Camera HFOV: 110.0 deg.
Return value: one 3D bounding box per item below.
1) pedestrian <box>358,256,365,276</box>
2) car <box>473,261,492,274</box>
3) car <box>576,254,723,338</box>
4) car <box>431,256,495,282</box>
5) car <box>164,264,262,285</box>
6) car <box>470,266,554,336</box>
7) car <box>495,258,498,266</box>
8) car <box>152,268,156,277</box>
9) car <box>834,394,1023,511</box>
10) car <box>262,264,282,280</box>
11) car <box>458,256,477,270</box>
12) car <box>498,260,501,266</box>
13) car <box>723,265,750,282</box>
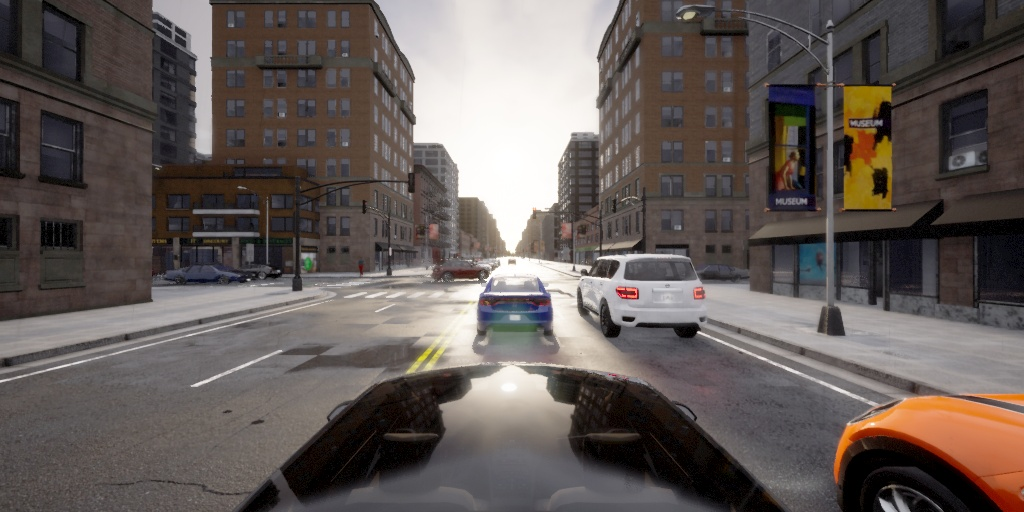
[{"bbox_3d":[-14.129,0.920,33.615,0.375,1.860,0.375,0,0,0],"label":"pedestrian"},{"bbox_3d":[-3.334,1.275,41.356,1.812,1.442,4.674,0,0,0],"label":"car"},{"bbox_3d":[3.336,0.972,10.351,2.150,2.045,5.566,0,0,0],"label":"car"},{"bbox_3d":[-4.101,1.110,28.834,4.553,1.767,2.097,0,0,-35],"label":"car"},{"bbox_3d":[-21.227,1.291,25.293,5.357,1.411,2.033,0,0,0],"label":"car"},{"bbox_3d":[0.085,1.228,10.491,1.882,1.535,5.008,0,0,0],"label":"car"},{"bbox_3d":[-3.326,1.273,50.448,1.812,1.442,4.674,0,0,0],"label":"car"},{"bbox_3d":[-33.135,1.344,30.844,4.207,1.307,1.802,0,0,0],"label":"car"},{"bbox_3d":[3.344,1.102,0.641,2.097,1.767,4.553,0,0,0],"label":"car"},{"bbox_3d":[-22.113,1.330,30.782,4.313,1.339,1.948,0,0,0],"label":"car"},{"bbox_3d":[-6.575,0.968,53.156,2.150,2.045,5.566,0,0,0],"label":"car"},{"bbox_3d":[-3.306,1.269,60.453,1.812,1.442,4.674,0,0,1],"label":"car"},{"bbox_3d":[15.852,1.337,28.385,5.357,1.411,2.033,0,0,0],"label":"car"}]
